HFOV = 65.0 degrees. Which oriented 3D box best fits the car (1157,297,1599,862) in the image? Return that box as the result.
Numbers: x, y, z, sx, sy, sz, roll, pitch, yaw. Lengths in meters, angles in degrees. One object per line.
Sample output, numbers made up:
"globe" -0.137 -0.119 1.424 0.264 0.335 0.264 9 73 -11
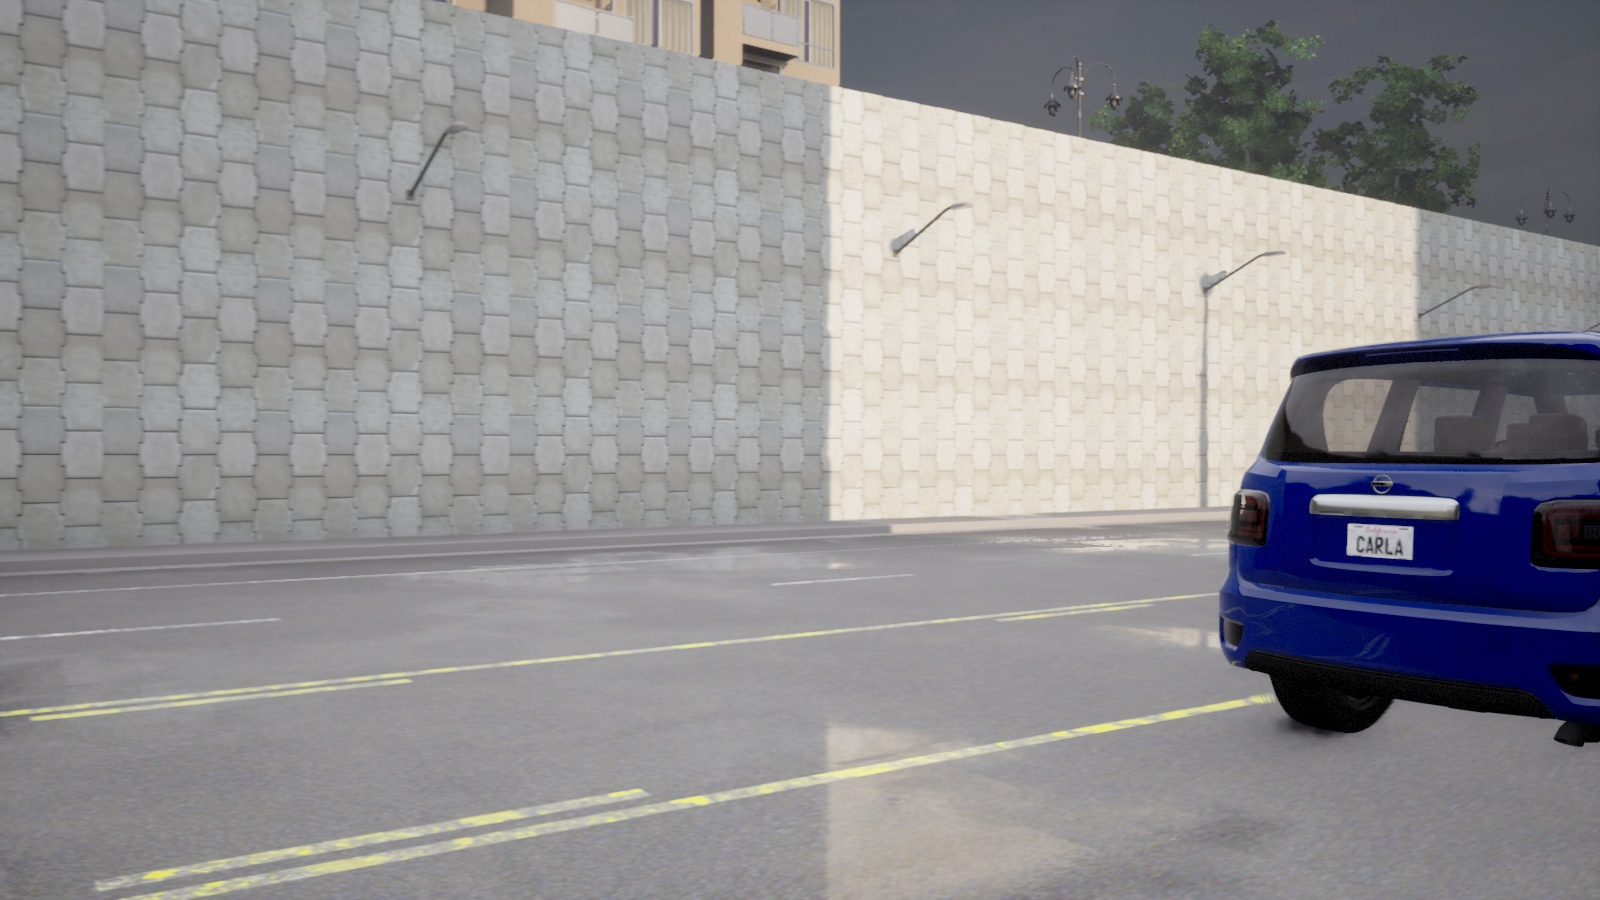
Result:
"car" 4.656 0.470 6.893 5.566 2.045 2.150 0 0 -35
